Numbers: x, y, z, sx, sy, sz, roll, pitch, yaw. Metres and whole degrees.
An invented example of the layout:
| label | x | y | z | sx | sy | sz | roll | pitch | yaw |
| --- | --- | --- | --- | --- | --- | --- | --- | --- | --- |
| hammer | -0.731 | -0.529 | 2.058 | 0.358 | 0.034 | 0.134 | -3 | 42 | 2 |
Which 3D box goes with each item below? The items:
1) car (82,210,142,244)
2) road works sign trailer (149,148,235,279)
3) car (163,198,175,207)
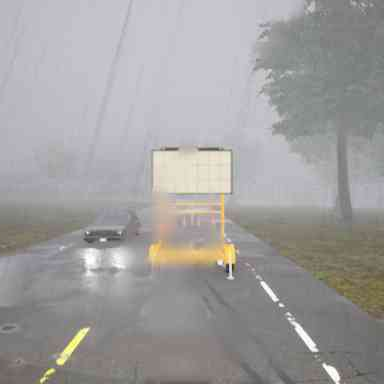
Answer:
| label | x | y | z | sx | sy | sz | roll | pitch | yaw |
| --- | --- | --- | --- | --- | --- | --- | --- | --- | --- |
| car | -3.617 | 1.574 | 16.160 | 2.033 | 1.411 | 5.357 | 0 | 0 | 0 |
| road works sign trailer | 0.002 | 0.475 | 10.018 | 2.380 | 3.560 | 2.880 | 0 | 0 | 0 |
| car | -3.945 | 1.797 | 58.320 | 1.882 | 1.535 | 5.008 | 0 | -1 | 0 |
